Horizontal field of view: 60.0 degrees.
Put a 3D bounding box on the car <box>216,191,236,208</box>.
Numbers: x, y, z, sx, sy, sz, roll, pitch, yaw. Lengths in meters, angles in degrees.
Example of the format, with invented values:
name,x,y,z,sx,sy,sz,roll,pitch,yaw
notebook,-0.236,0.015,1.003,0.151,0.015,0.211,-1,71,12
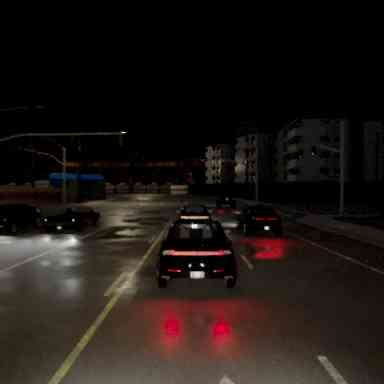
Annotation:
name,x,y,z,sx,sy,sz,roll,pitch,yaw
car,4.193,0.919,41.534,2.150,2.045,5.566,1,1,1

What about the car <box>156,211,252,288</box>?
name,x,y,z,sx,sy,sz,roll,pitch,yaw
car,0.111,1.493,9.270,2.128,1.511,4.902,0,0,0

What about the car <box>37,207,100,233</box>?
name,x,y,z,sx,sy,sz,roll,pitch,yaw
car,-6.982,1.565,19.729,1.895,1.301,4.718,0,0,0

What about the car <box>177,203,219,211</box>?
name,x,y,z,sx,sy,sz,roll,pitch,yaw
car,0.127,1.464,18.940,2.128,1.511,4.902,0,0,0

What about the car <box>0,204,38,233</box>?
name,x,y,z,sx,sy,sz,roll,pitch,yaw
car,-10.489,1.475,19.417,1.837,1.490,4.892,0,0,0

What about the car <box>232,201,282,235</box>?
name,x,y,z,sx,sy,sz,roll,pitch,yaw
car,3.626,1.482,18.554,1.837,1.490,4.892,0,0,0
